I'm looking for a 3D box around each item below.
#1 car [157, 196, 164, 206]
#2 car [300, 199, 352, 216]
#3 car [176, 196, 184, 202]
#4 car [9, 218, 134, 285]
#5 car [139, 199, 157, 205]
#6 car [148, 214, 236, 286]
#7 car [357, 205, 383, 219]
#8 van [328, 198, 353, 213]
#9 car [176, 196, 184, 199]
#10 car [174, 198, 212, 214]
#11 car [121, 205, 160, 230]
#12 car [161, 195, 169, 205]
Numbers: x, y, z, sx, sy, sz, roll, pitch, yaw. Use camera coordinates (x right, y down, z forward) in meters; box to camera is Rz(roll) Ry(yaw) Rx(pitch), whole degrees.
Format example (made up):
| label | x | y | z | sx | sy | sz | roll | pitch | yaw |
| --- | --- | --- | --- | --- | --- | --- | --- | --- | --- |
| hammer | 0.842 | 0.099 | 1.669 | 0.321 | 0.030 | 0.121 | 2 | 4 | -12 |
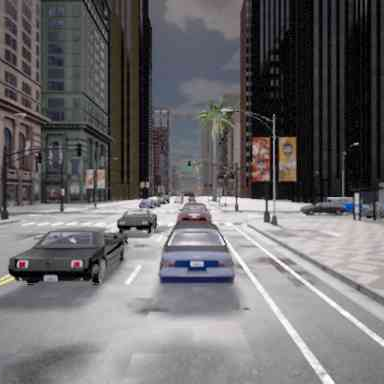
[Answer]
| label | x | y | z | sx | sy | sz | roll | pitch | yaw |
| --- | --- | --- | --- | --- | --- | --- | --- | --- | --- |
| car | -6.567 | 1.884 | 58.365 | 1.994 | 1.385 | 4.181 | 0 | 0 | 0 |
| car | 13.749 | 1.700 | 34.893 | 4.674 | 1.442 | 1.812 | 0 | 0 | 2 |
| car | -3.221 | 1.805 | 89.838 | 1.882 | 1.535 | 5.008 | 0 | 0 | 0 |
| car | -3.146 | 1.654 | 9.653 | 1.895 | 1.301 | 4.718 | 0 | 0 | 0 |
| car | -6.569 | 1.791 | 48.359 | 1.812 | 1.442 | 4.674 | 0 | 0 | -1 |
| car | 0.105 | 1.600 | 9.634 | 2.033 | 1.411 | 5.357 | 0 | 0 | 0 |
| car | 17.080 | 1.707 | 29.033 | 4.403 | 1.369 | 2.008 | 0 | 0 | 0 |
| van | 17.078 | 1.519 | 37.558 | 3.998 | 1.788 | 1.690 | 0 | 0 | 0 |
| car | -3.225 | 1.956 | 79.833 | 1.812 | 1.442 | 4.674 | 0 | 0 | 0 |
| car | 0.212 | 1.470 | 21.525 | 2.097 | 1.767 | 4.553 | 0 | 0 | 2 |
| car | -3.188 | 1.712 | 20.257 | 1.895 | 1.301 | 4.718 | 0 | 0 | -1 |
| car | -6.478 | 1.855 | 68.587 | 1.882 | 1.535 | 5.008 | 0 | 0 | 0 |
